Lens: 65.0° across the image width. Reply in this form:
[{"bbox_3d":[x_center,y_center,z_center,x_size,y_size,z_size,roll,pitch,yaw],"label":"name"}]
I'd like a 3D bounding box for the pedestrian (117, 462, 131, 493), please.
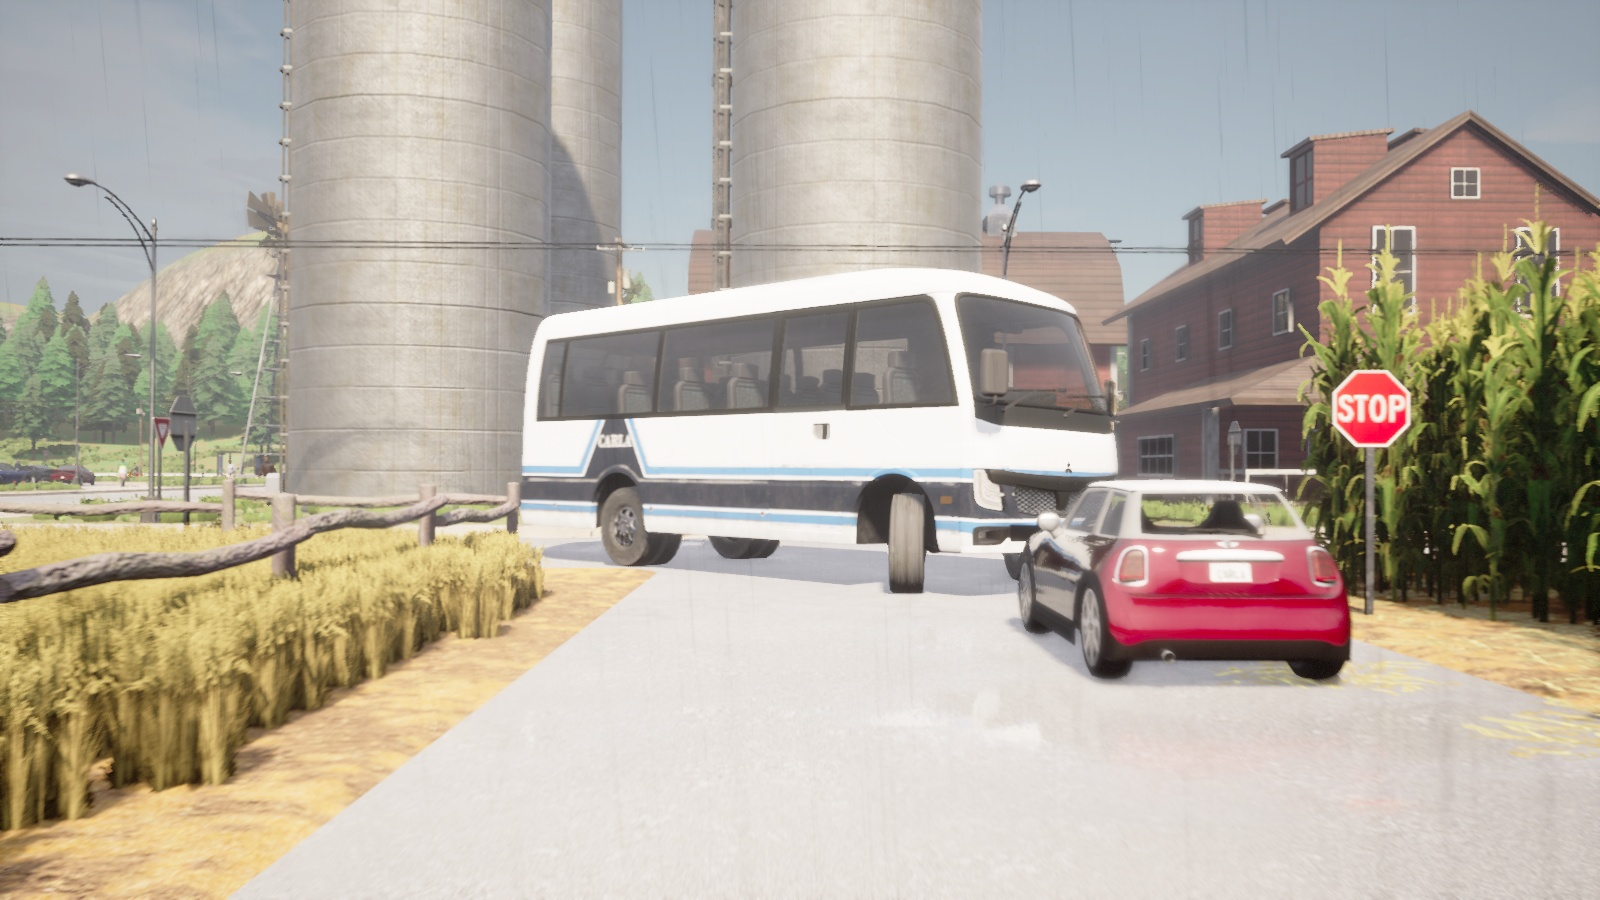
[{"bbox_3d":[-43.195,1.747,80.210,0.659,1.952,0.873,0,-1,-21],"label":"pedestrian"}]

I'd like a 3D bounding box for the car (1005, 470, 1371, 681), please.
[{"bbox_3d":[3.074,0.923,10.842,1.970,1.475,3.806,0,-1,0],"label":"car"}]

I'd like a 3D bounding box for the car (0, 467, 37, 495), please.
[{"bbox_3d":[-52.728,2.019,82.772,2.097,1.767,4.553,0,-1,-1],"label":"car"}]

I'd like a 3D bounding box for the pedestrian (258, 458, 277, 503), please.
[{"bbox_3d":[-22.041,1.274,51.992,0.431,1.840,0.703,0,-1,3],"label":"pedestrian"}]

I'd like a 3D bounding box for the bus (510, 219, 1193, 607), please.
[{"bbox_3d":[0.165,-0.299,18.810,3.944,4.253,10.273,2,-2,-44],"label":"bus"}]
